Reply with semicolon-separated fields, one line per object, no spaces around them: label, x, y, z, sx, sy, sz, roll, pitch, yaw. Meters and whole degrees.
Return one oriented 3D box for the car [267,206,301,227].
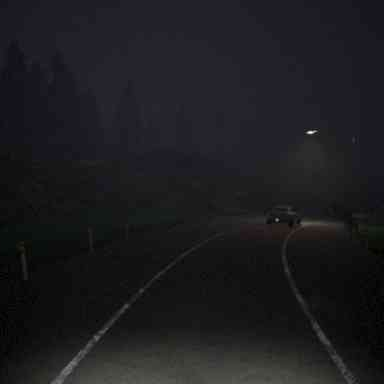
car;7.071;1.775;25.379;1.812;1.442;4.674;2;0;28

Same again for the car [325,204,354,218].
car;17.241;2.125;38.669;4.902;1.511;2.128;3;1;-44
